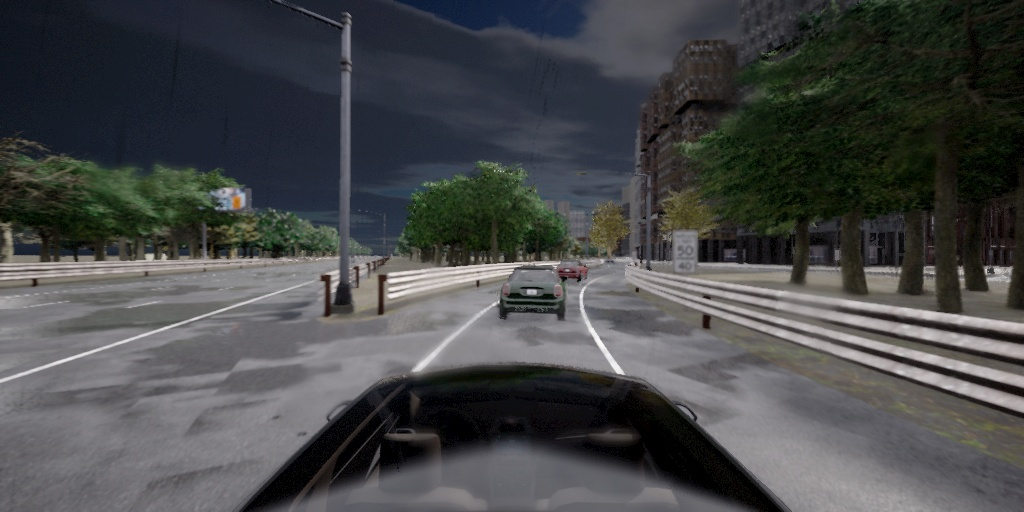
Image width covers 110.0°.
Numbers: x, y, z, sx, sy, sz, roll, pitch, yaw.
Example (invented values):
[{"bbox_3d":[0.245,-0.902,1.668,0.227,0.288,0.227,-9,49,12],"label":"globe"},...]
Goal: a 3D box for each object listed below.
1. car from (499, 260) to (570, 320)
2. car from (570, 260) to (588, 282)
[{"bbox_3d":[0.902,1.102,12.883,2.097,1.767,4.553,1,0,8],"label":"car"},{"bbox_3d":[4.941,1.108,29.388,2.097,1.767,4.553,1,0,20],"label":"car"}]
